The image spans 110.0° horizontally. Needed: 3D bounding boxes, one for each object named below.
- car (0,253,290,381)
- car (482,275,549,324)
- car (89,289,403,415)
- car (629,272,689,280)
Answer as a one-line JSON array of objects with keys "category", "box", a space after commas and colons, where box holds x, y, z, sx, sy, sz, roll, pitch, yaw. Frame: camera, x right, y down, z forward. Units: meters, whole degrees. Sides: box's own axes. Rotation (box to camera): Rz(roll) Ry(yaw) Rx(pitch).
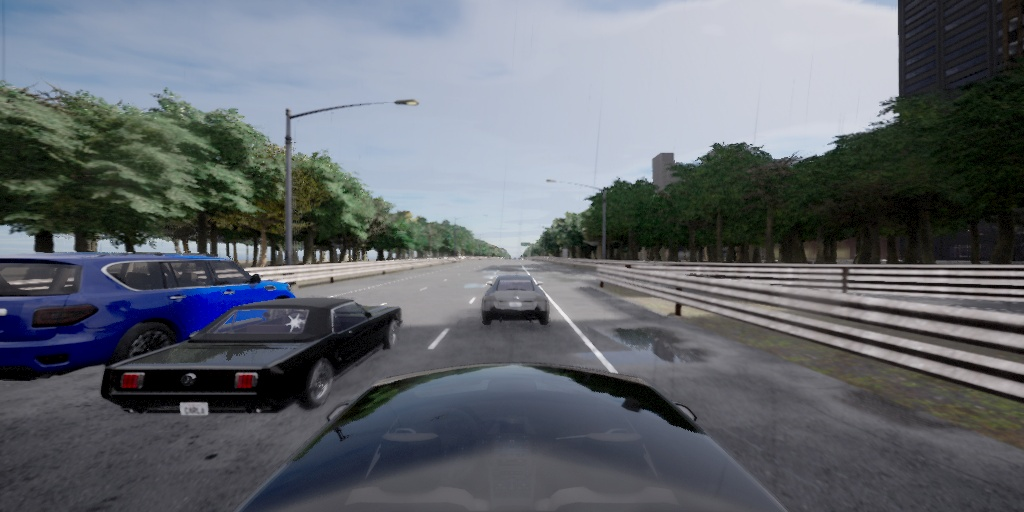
[{"category": "car", "box": [-6.901, 0.968, 7.339, 2.150, 2.045, 5.566, 0, 0, 0]}, {"category": "car", "box": [0.099, 1.304, 11.896, 1.994, 1.385, 4.181, 0, 0, 0]}, {"category": "car", "box": [-3.399, 1.349, 6.067, 1.895, 1.301, 4.718, 0, 0, 0]}, {"category": "car", "box": [10.694, 1.292, 26.900, 1.895, 1.301, 4.718, 0, 0, -21]}]
